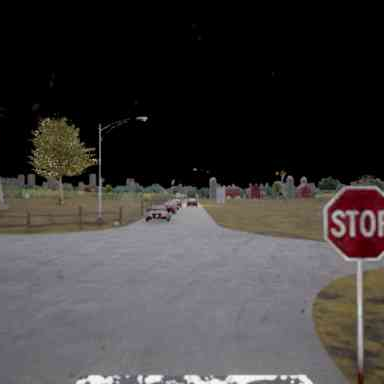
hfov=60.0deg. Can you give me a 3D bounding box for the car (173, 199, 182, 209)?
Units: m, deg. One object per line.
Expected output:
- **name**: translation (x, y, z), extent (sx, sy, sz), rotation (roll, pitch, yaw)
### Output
- **car**: translation (-2.808, 1.889, 49.068), extent (2.128, 1.511, 4.902), rotation (0, 0, 1)

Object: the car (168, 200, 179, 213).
- **car**: translation (-2.818, 1.911, 38.806), extent (1.895, 1.301, 4.718), rotation (0, 0, 0)

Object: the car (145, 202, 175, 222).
- **car**: translation (-2.823, 1.794, 28.887), extent (1.994, 1.385, 4.181), rotation (0, 0, 1)

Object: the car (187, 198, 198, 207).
- **car**: translation (0.027, 1.975, 60.195), extent (1.882, 1.535, 5.008), rotation (0, -1, 0)

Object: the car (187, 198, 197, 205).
- **car**: translation (0.032, 1.979, 70.621), extent (1.994, 1.385, 4.181), rotation (0, -1, 0)

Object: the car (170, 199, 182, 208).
- **car**: translation (-2.769, 1.972, 59.826), extent (1.882, 1.535, 5.008), rotation (0, -1, 1)
